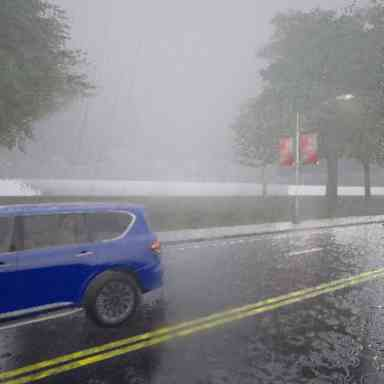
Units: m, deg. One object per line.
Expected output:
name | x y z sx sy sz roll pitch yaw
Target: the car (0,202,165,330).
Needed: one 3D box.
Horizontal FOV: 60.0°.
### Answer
car | -3.112 1.220 5.445 5.566 2.045 2.150 0 0 -35
